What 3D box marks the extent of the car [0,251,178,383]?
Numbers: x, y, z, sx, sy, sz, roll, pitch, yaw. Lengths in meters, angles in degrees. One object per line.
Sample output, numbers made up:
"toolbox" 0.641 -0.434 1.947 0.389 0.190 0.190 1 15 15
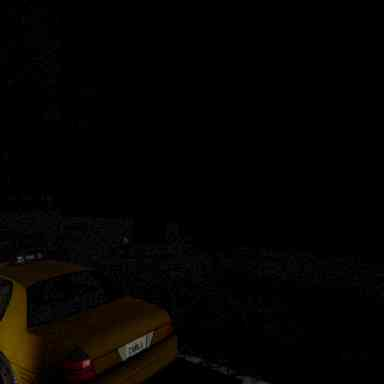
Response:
"car" -2.442 1.525 4.701 4.829 1.417 1.752 0 0 35
